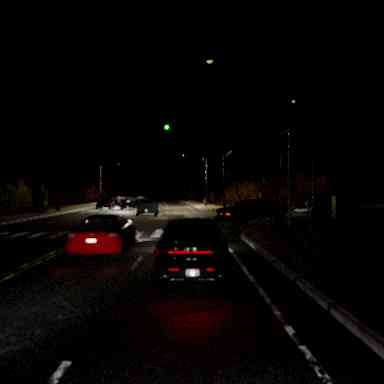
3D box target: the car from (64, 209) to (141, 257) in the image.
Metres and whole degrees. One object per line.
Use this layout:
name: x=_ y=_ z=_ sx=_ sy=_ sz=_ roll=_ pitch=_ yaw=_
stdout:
car: x=-3.344 y=1.560 z=12.890 sx=1.994 sy=1.385 sz=4.181 roll=0 pitch=0 yaw=-1

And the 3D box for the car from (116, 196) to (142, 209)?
car: x=-8.258 y=1.517 z=43.872 sx=2.128 sy=1.511 sz=4.902 roll=0 pitch=0 yaw=-4

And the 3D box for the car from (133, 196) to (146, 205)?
car: x=-9.791 y=1.563 z=62.717 sx=2.128 sy=1.511 sz=4.902 roll=0 pitch=0 yaw=-6

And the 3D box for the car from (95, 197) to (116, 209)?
car: x=-11.566 y=1.553 z=44.574 sx=1.812 sy=1.442 sz=4.674 roll=0 pitch=0 yaw=-4

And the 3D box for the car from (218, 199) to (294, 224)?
car: x=4.153 y=1.204 z=22.218 sx=5.357 sy=1.411 sz=2.033 roll=-6 pitch=0 yaw=-25

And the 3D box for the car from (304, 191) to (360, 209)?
car: x=12.458 y=0.699 z=29.731 sx=4.674 sy=1.442 sz=1.812 roll=-3 pitch=0 yaw=-2

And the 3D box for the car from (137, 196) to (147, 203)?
car: x=-10.917 y=1.632 z=72.869 sx=2.128 sy=1.511 sz=4.902 roll=0 pitch=0 yaw=-6

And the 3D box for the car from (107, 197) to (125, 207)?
car: x=-12.265 y=1.541 z=53.671 sx=2.128 sy=1.511 sz=4.902 roll=0 pitch=0 yaw=-5

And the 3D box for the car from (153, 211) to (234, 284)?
car: x=-0.025 y=1.500 z=9.556 sx=1.837 sy=1.490 sz=4.892 roll=0 pitch=0 yaw=-1

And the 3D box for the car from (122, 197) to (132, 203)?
car: x=-14.283 y=1.706 z=73.667 sx=1.895 sy=1.301 sz=4.718 roll=0 pitch=0 yaw=-7

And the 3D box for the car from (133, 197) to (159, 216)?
car: x=-4.028 y=1.399 z=30.750 sx=1.812 sy=1.442 sz=4.674 roll=-1 pitch=-1 yaw=-3

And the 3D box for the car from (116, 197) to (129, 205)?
car: x=-13.129 y=1.639 z=63.408 sx=1.994 sy=1.385 sz=4.181 roll=0 pitch=0 yaw=-6
